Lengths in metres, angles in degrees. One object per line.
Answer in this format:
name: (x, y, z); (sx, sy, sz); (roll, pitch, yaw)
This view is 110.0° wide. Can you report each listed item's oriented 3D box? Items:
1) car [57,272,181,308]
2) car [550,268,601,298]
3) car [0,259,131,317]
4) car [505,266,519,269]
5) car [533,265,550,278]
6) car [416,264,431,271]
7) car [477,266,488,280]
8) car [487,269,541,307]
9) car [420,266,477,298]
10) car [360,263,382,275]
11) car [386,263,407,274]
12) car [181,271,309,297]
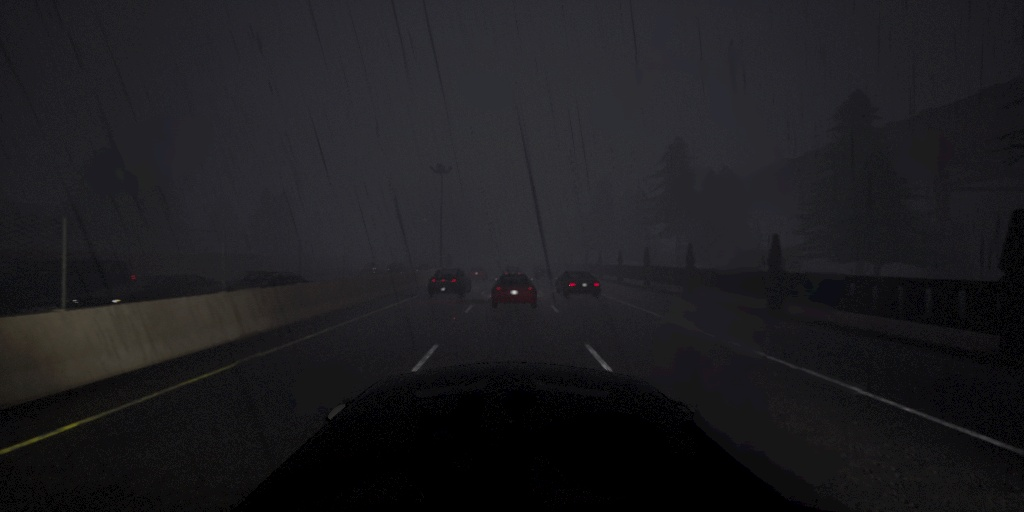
car: (-14.104, 1.454, 14.669); (2.033, 1.411, 5.357); (0, -1, 0)
car: (3.595, 1.522, 20.241); (2.033, 1.411, 5.357); (0, -1, 0)
car: (-17.603, 1.113, 13.442); (2.150, 2.045, 5.566); (0, -1, 0)
car: (0.010, 1.704, 35.197); (2.033, 1.411, 5.357); (0, -1, -2)
car: (3.328, 1.729, 39.095); (1.812, 1.442, 4.674); (0, -1, -3)
car: (-12.007, 1.830, 49.286); (1.837, 1.490, 4.892); (1, 0, -8)
car: (-3.623, 1.751, 37.745); (1.994, 1.385, 4.181); (0, -1, -3)
car: (0.094, 1.497, 16.792); (1.994, 1.385, 4.181); (0, -1, 0)
car: (-3.406, 1.467, 20.169); (2.128, 1.511, 4.902); (0, -1, 0)
car: (-18.936, 1.668, 48.311); (2.097, 1.767, 4.553); (0, -1, -8)
car: (-15.318, 1.662, 47.807); (2.097, 1.767, 4.553); (0, -1, -8)
car: (-10.607, 1.405, 15.180); (2.128, 1.511, 4.902); (0, -1, 0)
